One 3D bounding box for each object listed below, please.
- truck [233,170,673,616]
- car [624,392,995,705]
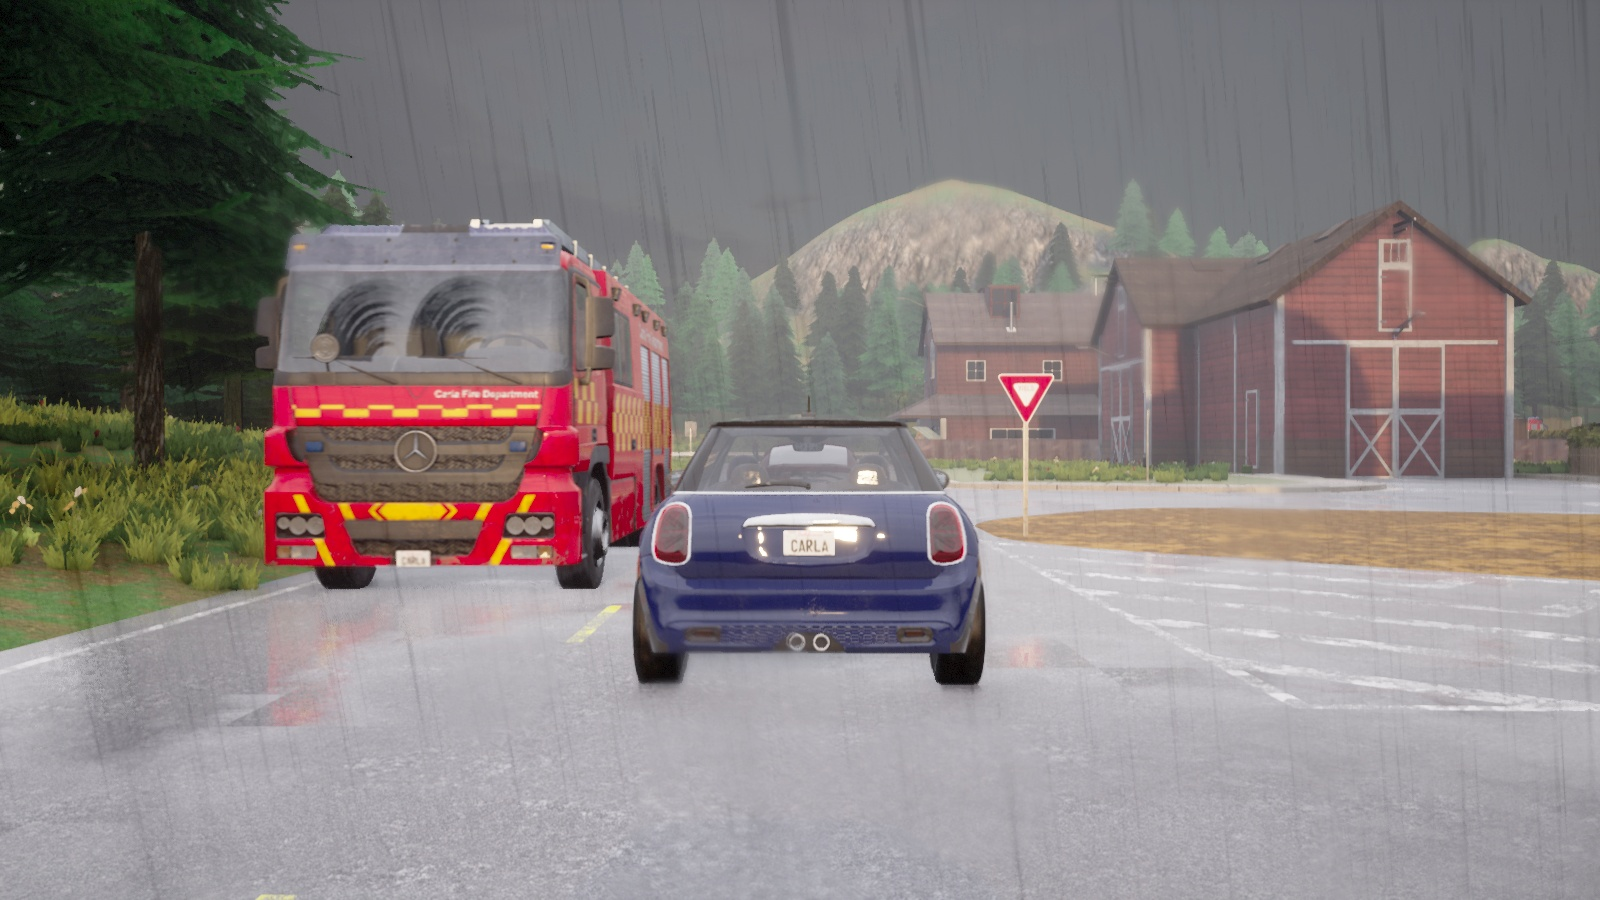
[{"bbox_3d":[-3.410,-0.516,15.028,2.891,3.827,8.468,0,0,0],"label":"truck"},{"bbox_3d":[0.061,0.545,9.373,2.097,1.767,4.553,0,0,0],"label":"car"}]
